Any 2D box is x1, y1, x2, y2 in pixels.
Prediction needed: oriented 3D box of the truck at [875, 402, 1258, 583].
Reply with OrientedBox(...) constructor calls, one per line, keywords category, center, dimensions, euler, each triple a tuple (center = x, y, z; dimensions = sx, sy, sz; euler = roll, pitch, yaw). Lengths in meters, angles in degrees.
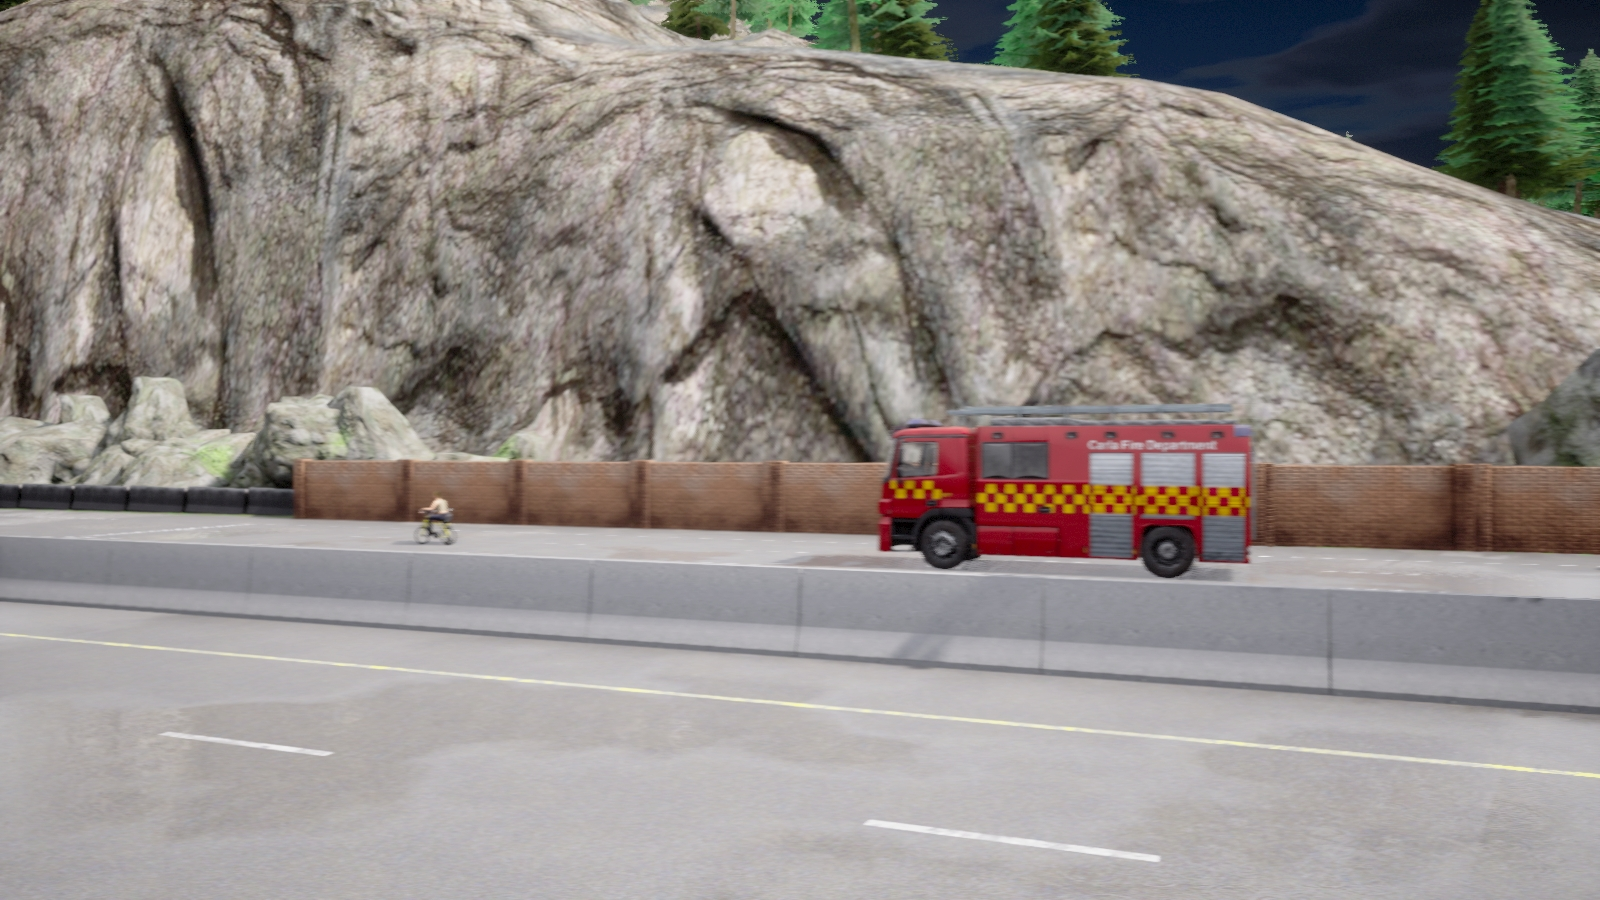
OrientedBox(category="truck", center=(6.254, 0.902, 27.065), dimensions=(8.468, 3.827, 2.891), euler=(0, 0, 21))
